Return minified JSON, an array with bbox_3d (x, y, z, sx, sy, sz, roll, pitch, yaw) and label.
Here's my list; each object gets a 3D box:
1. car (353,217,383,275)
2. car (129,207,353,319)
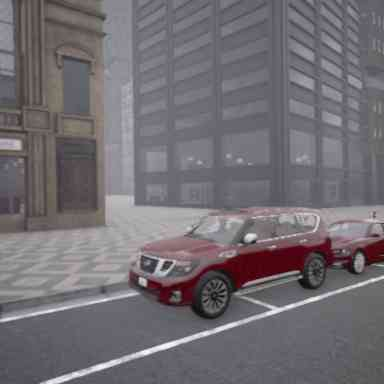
[{"bbox_3d":[5.136,1.510,10.328,4.507,1.381,1.887,0,-1,-36],"label":"car"},{"bbox_3d":[1.156,1.298,7.491,5.009,1.841,2.192,0,-1,-36],"label":"car"}]
